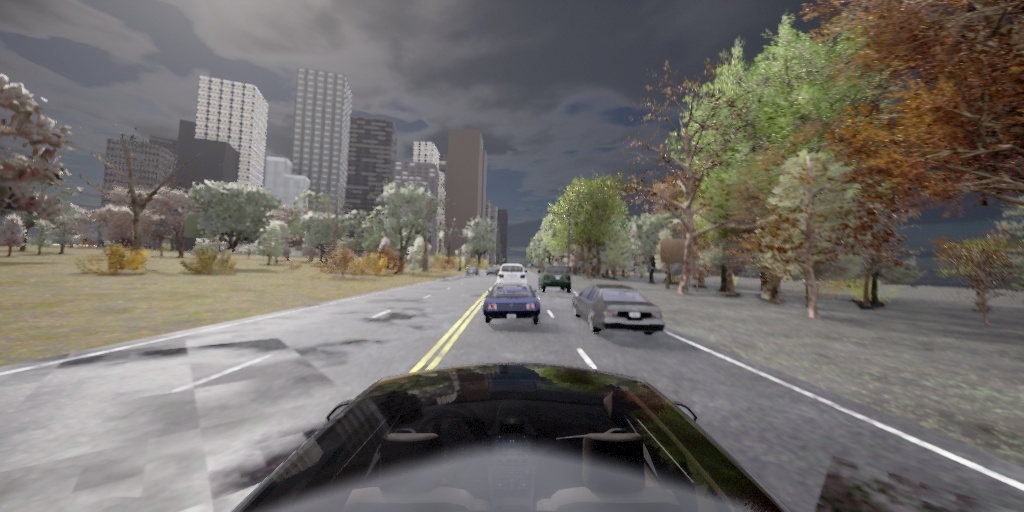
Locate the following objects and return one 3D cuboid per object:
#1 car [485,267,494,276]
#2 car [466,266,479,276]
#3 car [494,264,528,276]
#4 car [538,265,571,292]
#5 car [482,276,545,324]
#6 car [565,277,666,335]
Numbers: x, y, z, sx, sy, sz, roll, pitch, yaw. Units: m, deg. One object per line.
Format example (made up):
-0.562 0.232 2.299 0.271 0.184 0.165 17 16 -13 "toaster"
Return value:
-3.343 2.607 60.015 1.837 1.490 4.892 2 -1 0 "car"
-6.591 2.503 60.121 2.128 1.511 4.902 2 -1 0 "car"
0.023 1.650 28.077 2.150 2.045 5.566 2 -1 1 "car"
3.278 1.738 28.124 2.150 2.045 5.566 1 -1 0 "car"
0.010 1.646 13.584 1.895 1.301 4.718 -1 0 1 "car"
3.280 1.648 12.049 2.033 1.411 5.357 2 -1 1 "car"
